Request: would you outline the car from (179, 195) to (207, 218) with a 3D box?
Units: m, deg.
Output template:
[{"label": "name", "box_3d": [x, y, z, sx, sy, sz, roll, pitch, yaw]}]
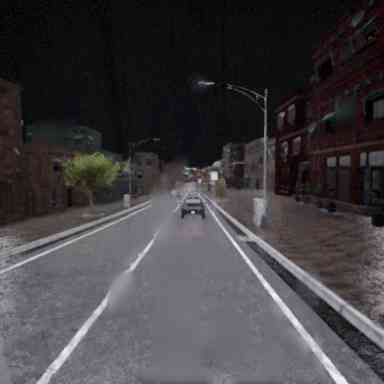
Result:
[{"label": "car", "box_3d": [0.110, 1.238, 27.212, 1.837, 1.490, 4.892, 0, 1, 1]}]

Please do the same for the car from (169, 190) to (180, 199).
[{"label": "car", "box_3d": [-3.317, 0.451, 63.239, 1.812, 1.442, 4.674, 0, 1, 1]}]

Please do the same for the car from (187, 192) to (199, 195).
[{"label": "car", "box_3d": [0.156, 0.650, 55.649, 2.033, 1.411, 5.357, 0, 1, 0]}]
